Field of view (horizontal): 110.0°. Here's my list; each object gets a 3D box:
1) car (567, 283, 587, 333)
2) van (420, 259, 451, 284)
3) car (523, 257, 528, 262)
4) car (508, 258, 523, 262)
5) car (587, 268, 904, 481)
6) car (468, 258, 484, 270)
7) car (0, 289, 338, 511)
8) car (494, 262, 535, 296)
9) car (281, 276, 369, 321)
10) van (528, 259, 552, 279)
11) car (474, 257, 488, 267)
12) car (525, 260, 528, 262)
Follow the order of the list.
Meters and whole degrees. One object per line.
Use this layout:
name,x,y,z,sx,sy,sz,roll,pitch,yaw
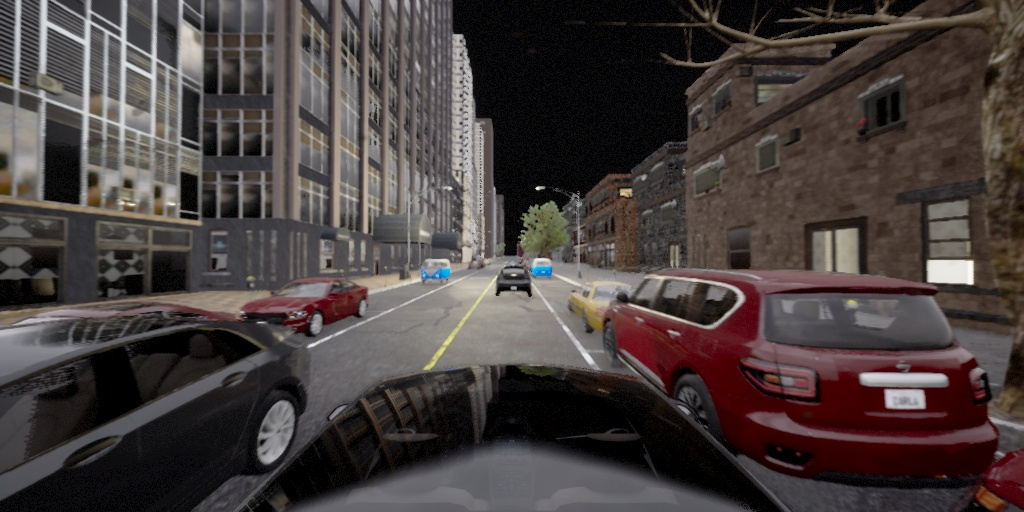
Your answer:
car,2.684,1.294,10.570,1.751,1.417,4.829,0,0,0
van,-5.710,1.135,27.033,1.690,1.789,3.998,0,0,0
car,2.657,1.255,43.679,1.967,1.591,4.097,0,0,0
car,0.064,1.365,45.856,2.033,1.411,5.357,0,0,0
car,2.689,1.072,4.853,2.192,1.841,5.009,0,0,0
car,-5.733,1.407,54.764,1.802,1.307,4.207,0,0,0
car,-3.095,1.249,1.959,1.837,1.490,4.892,0,2,0
car,0.085,1.292,19.852,1.837,1.490,4.892,0,1,0
car,-5.696,1.313,10.392,1.888,1.381,4.507,0,0,0
van,2.666,1.143,32.586,1.690,1.789,3.998,0,0,0
car,-5.737,1.143,60.310,2.192,1.841,5.009,0,0,0
car,2.662,1.375,38.133,1.948,1.339,4.313,0,0,0
